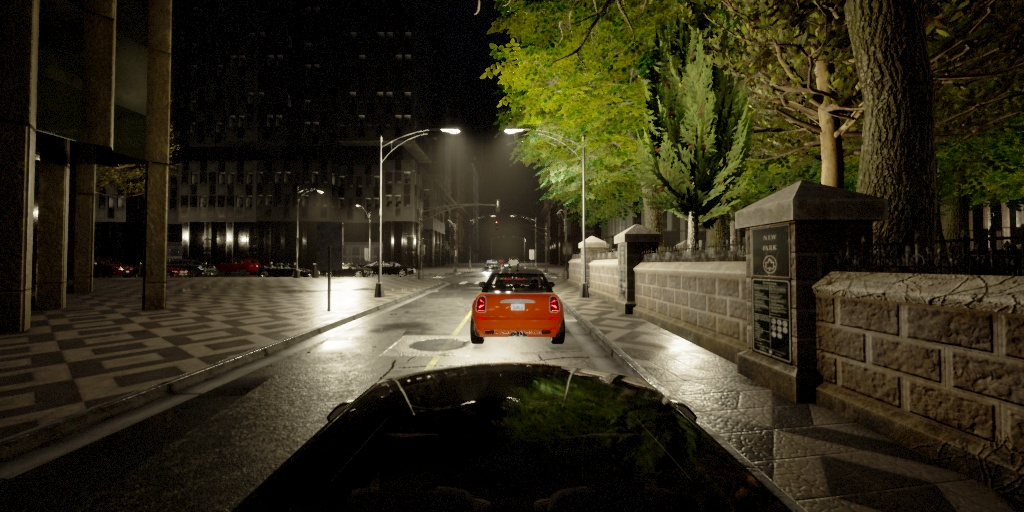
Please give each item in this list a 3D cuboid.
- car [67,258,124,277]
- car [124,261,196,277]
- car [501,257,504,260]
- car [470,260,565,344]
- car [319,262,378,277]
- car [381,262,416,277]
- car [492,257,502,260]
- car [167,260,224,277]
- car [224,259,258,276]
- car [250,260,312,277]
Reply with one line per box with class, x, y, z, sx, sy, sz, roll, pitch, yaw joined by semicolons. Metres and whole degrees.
car;-36.558;1.065;31.755;5.009;1.841;2.192;0;0;1
car;-31.045;1.324;31.699;4.207;1.307;1.802;0;0;1
car;-2.810;1.378;61.195;1.837;1.490;4.892;0;0;1
car;0.130;1.108;9.757;2.097;1.767;4.553;0;0;0
car;-14.507;1.271;31.533;4.403;1.370;2.007;0;0;1
car;-11.702;1.267;34.183;4.902;1.511;2.128;0;-1;1
car;-2.874;1.332;50.820;2.128;1.511;4.902;0;0;0
car;-30.960;1.152;34.385;4.553;1.767;2.097;0;-1;1
car;-30.967;1.242;40.222;5.009;1.841;2.192;0;0;1
car;-20.020;1.293;31.589;4.313;1.339;1.948;0;0;1
